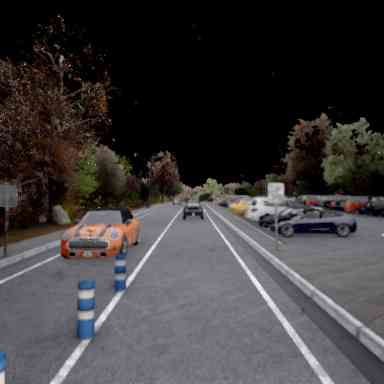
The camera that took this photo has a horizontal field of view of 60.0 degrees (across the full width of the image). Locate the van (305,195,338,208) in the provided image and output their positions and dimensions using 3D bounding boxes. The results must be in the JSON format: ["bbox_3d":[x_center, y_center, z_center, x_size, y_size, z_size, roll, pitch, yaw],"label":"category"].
[{"bbox_3d":[20.271,1.541,52.060,4.442,1.987,1.878,0,0,0],"label":"van"}]

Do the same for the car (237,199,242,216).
[{"bbox_3d":[6.898,1.694,30.043,4.892,1.521,2.231,0,0,0],"label":"car"}]

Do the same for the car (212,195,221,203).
[{"bbox_3d":[6.983,1.869,63.347,5.366,1.575,1.946,0,-1,0],"label":"car"}]

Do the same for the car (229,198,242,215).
[{"bbox_3d":[6.729,1.690,32.820,5.366,1.575,1.946,0,0,0],"label":"car"}]

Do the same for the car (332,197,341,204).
[{"bbox_3d":[20.093,1.722,41.113,4.792,1.488,2.163,0,0,0],"label":"car"}]

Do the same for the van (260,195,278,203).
[{"bbox_3d":[20.338,1.854,88.206,4.442,1.987,1.878,0,-1,0],"label":"van"}]

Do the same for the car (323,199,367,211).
[{"bbox_3d":[20.115,1.733,43.752,4.792,1.488,2.163,0,0,0],"label":"car"}]

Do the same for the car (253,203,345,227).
[{"bbox_3d":[6.828,1.693,21.715,5.008,1.535,2.097,0,0,0],"label":"car"}]

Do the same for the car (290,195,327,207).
[{"bbox_3d":[20.172,1.563,57.601,5.566,2.045,2.435,0,0,0],"label":"car"}]

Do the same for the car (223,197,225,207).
[{"bbox_3d":[7.001,1.713,43.912,4.892,1.521,2.231,0,0,0],"label":"car"}]

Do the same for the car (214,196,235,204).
[{"bbox_3d":[7.229,1.842,74.450,4.553,1.767,2.185,0,0,0],"label":"car"}]

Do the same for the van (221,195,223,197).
[{"bbox_3d":[7.192,1.550,52.242,4.442,1.987,1.878,0,0,0],"label":"van"}]

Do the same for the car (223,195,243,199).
[{"bbox_3d":[7.061,1.604,46.692,4.553,1.767,2.185,0,0,0],"label":"car"}]

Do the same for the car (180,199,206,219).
[{"bbox_3d":[0.116,1.665,30.860,1.837,1.490,4.892,0,0,0],"label":"car"}]

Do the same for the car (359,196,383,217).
[{"bbox_3d":[20.022,1.433,32.679,5.566,2.045,2.435,0,0,0],"label":"car"}]

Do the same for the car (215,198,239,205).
[{"bbox_3d":[7.208,1.921,68.897,4.892,1.521,2.231,0,0,0],"label":"car"}]

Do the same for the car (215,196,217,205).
[{"bbox_3d":[7.116,1.877,60.569,4.792,1.488,2.163,0,-1,0],"label":"car"}]

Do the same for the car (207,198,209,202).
[{"bbox_3d":[7.404,1.837,88.331,5.566,2.045,2.435,0,0,0],"label":"car"}]

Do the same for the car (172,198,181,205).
[{"bbox_3d":[-3.072,1.935,68.112,2.128,1.511,4.902,0,0,0],"label":"car"}]

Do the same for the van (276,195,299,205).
[{"bbox_3d":[20.433,1.710,71.576,4.442,1.987,1.878,0,0,0],"label":"van"}]

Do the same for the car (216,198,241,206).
[{"bbox_3d":[7.198,1.897,66.121,4.892,1.521,2.231,0,0,0],"label":"car"}]

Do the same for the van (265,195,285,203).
[{"bbox_3d":[20.526,1.806,82.656,4.442,1.987,1.878,0,-1,0],"label":"van"}]

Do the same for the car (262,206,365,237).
[{"bbox_3d":[6.770,1.723,18.939,4.792,1.488,2.163,0,0,0],"label":"car"}]

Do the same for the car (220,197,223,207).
[{"bbox_3d":[7.082,1.781,49.464,4.792,1.488,2.163,0,0,0],"label":"car"}]

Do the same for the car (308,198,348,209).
[{"bbox_3d":[20.137,1.743,49.290,5.008,1.535,2.097,0,0,0],"label":"car"}]

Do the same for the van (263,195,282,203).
[{"bbox_3d":[20.547,1.829,85.301,4.442,1.987,1.878,0,0,0],"label":"van"}]

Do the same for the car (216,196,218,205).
[{"bbox_3d":[7.093,1.853,57.793,4.792,1.488,2.163,0,0,0],"label":"car"}]

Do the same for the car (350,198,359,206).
[{"bbox_3d":[19.988,1.714,35.448,4.792,1.488,2.163,0,0,0],"label":"car"}]

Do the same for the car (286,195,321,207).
[{"bbox_3d":[20.196,1.587,60.371,5.566,2.045,2.435,0,0,0],"label":"car"}]

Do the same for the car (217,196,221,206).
[{"bbox_3d":[7.070,1.829,55.017,4.792,1.488,2.163,0,-1,0],"label":"car"}]

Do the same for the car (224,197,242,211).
[{"bbox_3d":[6.776,1.692,38.493,5.366,1.575,1.946,0,0,0],"label":"car"}]

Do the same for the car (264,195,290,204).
[{"bbox_3d":[20.357,1.756,79.887,5.566,2.045,2.435,0,0,0],"label":"car"}]

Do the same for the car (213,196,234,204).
[{"bbox_3d":[7.252,1.866,77.226,4.553,1.767,2.185,0,0,0],"label":"car"}]

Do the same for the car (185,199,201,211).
[{"bbox_3d":[0.160,1.741,46.061,2.128,1.511,4.902,0,0,0],"label":"car"}]

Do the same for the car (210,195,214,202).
[{"bbox_3d":[7.052,1.941,71.674,5.366,1.575,1.946,0,0,0],"label":"car"}]

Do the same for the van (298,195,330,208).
[{"bbox_3d":[20.061,1.565,54.832,4.442,1.987,1.878,0,0,0],"label":"van"}]

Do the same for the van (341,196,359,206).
[{"bbox_3d":[20.157,1.461,38.341,4.442,1.987,1.878,0,0,0],"label":"van"}]

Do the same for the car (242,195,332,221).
[{"bbox_3d":[6.874,1.442,24.490,5.566,2.045,2.435,0,0,0],"label":"car"}]

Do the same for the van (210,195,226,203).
[{"bbox_3d":[7.305,1.984,93.866,4.442,1.987,1.878,0,-1,0],"label":"van"}]

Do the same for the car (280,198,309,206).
[{"bbox_3d":[20.264,1.886,65.910,5.008,1.535,2.097,0,-1,0],"label":"car"}]

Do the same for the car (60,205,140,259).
[{"bbox_3d":[-3.347,1.425,12.914,2.097,1.767,4.553,0,0,0],"label":"car"}]
